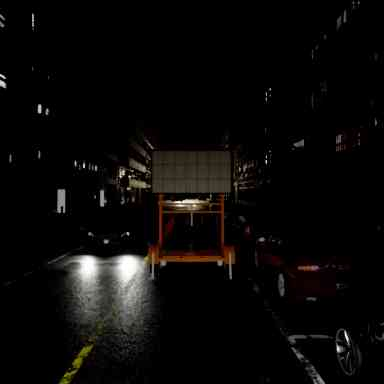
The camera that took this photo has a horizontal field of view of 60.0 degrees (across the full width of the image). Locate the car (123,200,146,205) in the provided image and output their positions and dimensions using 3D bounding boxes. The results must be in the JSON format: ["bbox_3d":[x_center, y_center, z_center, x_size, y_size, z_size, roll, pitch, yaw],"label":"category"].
[{"bbox_3d":[-5.721,1.522,30.520,1.752,1.417,4.829,0,0,0],"label":"car"}]

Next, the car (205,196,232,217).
[{"bbox_3d":[2.661,1.311,30.696,2.192,1.841,5.009,0,0,0],"label":"car"}]

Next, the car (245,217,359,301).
[{"bbox_3d":[2.684,1.545,8.151,1.887,1.381,4.507,0,0,0],"label":"car"}]

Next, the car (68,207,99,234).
[{"bbox_3d":[-5.709,1.565,19.417,1.947,1.339,4.313,0,0,0],"label":"car"}]

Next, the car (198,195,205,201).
[{"bbox_3d":[2.603,1.500,81.594,1.752,1.417,4.829,0,0,0],"label":"car"}]

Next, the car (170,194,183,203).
[{"bbox_3d":[-3.077,1.332,71.545,2.097,1.767,4.553,0,0,0],"label":"car"}]

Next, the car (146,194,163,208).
[{"bbox_3d":[-5.740,1.431,47.601,1.967,1.590,4.097,0,0,0],"label":"car"}]

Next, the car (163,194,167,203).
[{"bbox_3d":[-5.745,1.303,53.237,2.192,1.841,5.009,0,0,0],"label":"car"}]

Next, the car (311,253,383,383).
[{"bbox_3d":[2.690,1.566,2.514,1.947,1.339,4.313,0,0,0],"label":"car"}]

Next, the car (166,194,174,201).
[{"bbox_3d":[-5.783,1.412,87.054,1.967,1.590,4.097,0,0,0],"label":"car"}]

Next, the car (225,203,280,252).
[{"bbox_3d":[2.678,1.440,13.788,1.967,1.590,4.097,0,0,0],"label":"car"}]

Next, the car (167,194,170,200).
[{"bbox_3d":[-5.776,1.290,81.419,2.192,1.841,5.009,0,0,0],"label":"car"}]

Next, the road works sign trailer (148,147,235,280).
[{"bbox_3d":[-0.009,0.464,9.917,2.380,3.560,2.880,0,0,0],"label":"road works sign trailer"}]

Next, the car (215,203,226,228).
[{"bbox_3d":[2.672,1.550,19.423,2.008,1.369,4.403,0,0,0],"label":"car"}]

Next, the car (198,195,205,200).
[{"bbox_3d":[2.591,1.513,92.696,1.887,1.381,4.507,0,0,0],"label":"car"}]

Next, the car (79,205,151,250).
[{"bbox_3d":[-3.114,1.525,14.393,1.812,1.442,4.674,0,0,0],"label":"car"}]

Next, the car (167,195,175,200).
[{"bbox_3d":[-5.789,1.513,92.692,1.887,1.381,4.507,0,0,0],"label":"car"}]
